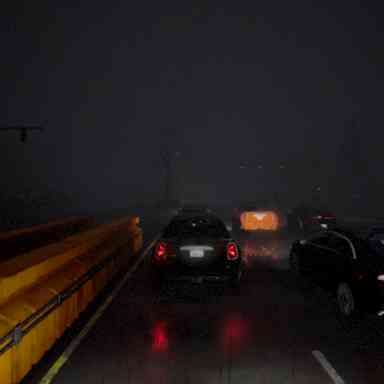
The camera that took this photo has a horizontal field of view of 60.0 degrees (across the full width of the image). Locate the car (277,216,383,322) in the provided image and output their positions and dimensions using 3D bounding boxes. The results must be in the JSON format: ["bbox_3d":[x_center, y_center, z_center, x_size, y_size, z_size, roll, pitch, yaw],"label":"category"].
[{"bbox_3d":[3.604,1.513,7.262,2.128,1.511,4.902,0,0,0],"label":"car"}]

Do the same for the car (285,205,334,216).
[{"bbox_3d":[7.113,1.565,20.371,1.837,1.490,4.892,0,0,0],"label":"car"}]

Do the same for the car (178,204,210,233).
[{"bbox_3d":[0.114,1.566,21.081,1.837,1.490,4.892,0,0,0],"label":"car"}]

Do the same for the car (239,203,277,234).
[{"bbox_3d":[3.614,1.408,19.846,2.097,1.767,4.553,0,0,0],"label":"car"}]

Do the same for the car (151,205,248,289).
[{"bbox_3d":[0.106,1.380,9.417,2.097,1.767,4.553,0,0,0],"label":"car"}]
